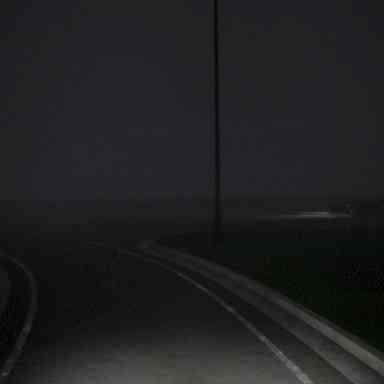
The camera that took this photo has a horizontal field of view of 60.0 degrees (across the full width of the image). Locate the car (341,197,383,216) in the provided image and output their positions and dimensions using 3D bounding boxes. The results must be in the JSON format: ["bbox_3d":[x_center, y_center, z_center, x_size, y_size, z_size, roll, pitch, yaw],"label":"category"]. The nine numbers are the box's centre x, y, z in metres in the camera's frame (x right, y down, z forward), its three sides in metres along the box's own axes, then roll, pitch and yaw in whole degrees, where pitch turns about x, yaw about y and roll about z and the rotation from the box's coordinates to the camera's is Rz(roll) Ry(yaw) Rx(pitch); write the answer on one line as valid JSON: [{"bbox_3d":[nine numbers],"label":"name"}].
[{"bbox_3d":[15.475,1.267,27.854,4.718,1.301,1.895,-1,0,-4],"label":"car"}]

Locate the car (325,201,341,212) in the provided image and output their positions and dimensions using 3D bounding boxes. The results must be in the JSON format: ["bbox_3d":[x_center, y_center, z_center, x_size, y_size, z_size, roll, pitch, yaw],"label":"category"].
[{"bbox_3d":[15.478,1.192,31.366,5.357,1.411,2.033,-1,0,-4],"label":"car"}]
